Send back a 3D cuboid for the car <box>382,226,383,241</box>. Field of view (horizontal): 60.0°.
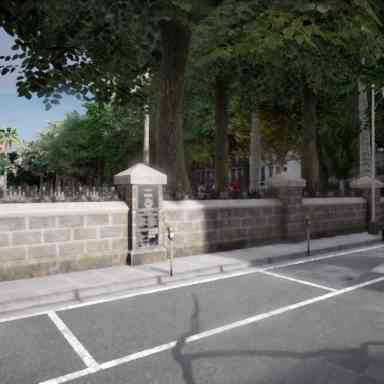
[{"bbox_3d":[9.737,1.308,13.484,5.009,1.841,2.192,0,0,-36],"label":"car"}]
